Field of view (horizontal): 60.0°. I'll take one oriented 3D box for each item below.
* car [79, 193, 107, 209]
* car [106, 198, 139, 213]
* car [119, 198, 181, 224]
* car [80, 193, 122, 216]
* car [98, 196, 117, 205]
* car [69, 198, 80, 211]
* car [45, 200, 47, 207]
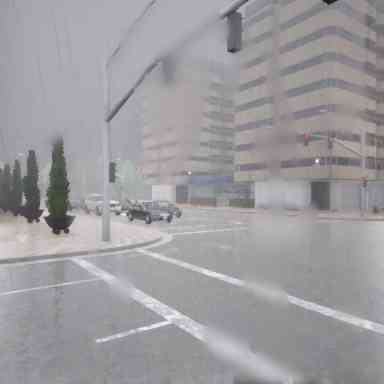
[{"bbox_3d":[-13.759,1.221,45.914,2.150,2.045,5.566,0,0,-34],"label":"car"},{"bbox_3d":[-7.859,1.505,37.431,1.837,1.490,4.892,0,0,-35],"label":"car"},{"bbox_3d":[-3.241,1.491,24.710,2.128,1.511,4.902,0,0,-35],"label":"car"},{"bbox_3d":[-8.894,1.222,32.798,2.150,2.045,5.566,0,0,-35],"label":"car"},{"bbox_3d":[-15.465,1.526,60.874,1.812,1.442,4.674,0,0,-35],"label":"car"},{"bbox_3d":[-14.506,1.526,40.826,1.812,1.442,4.674,0,0,-35],"label":"car"},{"bbox_3d":[-20.475,1.478,49.455,1.882,1.535,5.008,0,0,-34],"label":"car"}]
